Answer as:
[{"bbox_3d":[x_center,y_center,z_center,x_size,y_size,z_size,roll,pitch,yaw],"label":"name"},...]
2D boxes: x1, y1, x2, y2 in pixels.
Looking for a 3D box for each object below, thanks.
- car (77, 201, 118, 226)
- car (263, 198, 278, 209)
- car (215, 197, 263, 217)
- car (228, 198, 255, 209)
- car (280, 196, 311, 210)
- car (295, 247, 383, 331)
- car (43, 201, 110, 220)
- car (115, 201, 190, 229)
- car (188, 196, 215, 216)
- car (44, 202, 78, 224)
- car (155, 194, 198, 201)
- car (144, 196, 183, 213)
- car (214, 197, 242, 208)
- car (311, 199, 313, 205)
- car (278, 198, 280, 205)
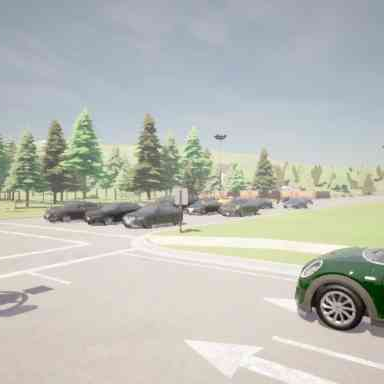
[{"bbox_3d":[-5.290,1.478,23.756,1.882,1.535,5.008,0,0,36],"label":"car"},{"bbox_3d":[9.046,1.526,43.278,1.812,1.442,4.674,0,0,37],"label":"car"},{"bbox_3d":[4.473,1.352,31.142,2.097,1.767,4.553,0,0,36],"label":"car"},{"bbox_3d":[6.945,1.562,46.324,1.994,1.385,4.181,0,0,36],"label":"car"},{"bbox_3d":[13.561,1.525,43.502,1.812,1.442,4.674,0,0,36],"label":"car"},{"bbox_3d":[4.081,1.352,5.378,4.553,1.767,2.097,0,0,36],"label":"car"},{"bbox_3d":[-9.979,1.547,29.200,2.033,1.411,5.357,0,0,36],"label":"car"},{"bbox_3d":[-2.439,1.525,21.665,1.812,1.442,4.674,0,0,36],"label":"car"},{"bbox_3d":[1.354,1.491,32.806,2.128,1.511,4.902,0,0,36],"label":"car"},{"bbox_3d":[-8.676,1.505,25.244,1.837,1.490,4.892,0,0,39],"label":"car"},{"bbox_3d":[-1.271,1.224,35.142,2.150,2.045,5.566,0,0,36],"label":"car"},{"bbox_3d":[-3.223,1.352,38.400,2.097,1.767,4.553,0,0,36],"label":"car"},{"bbox_3d":[5.499,1.477,50.261,1.882,1.535,5.008,0,0,36],"label":"car"},{"bbox_3d":[19.465,1.533,57.307,1.812,1.442,4.674,0,0,36],"label":"car"},{"bbox_3d":[16.698,1.418,59.451,1.837,1.490,4.892,0,0,36],"label":"car"}]
